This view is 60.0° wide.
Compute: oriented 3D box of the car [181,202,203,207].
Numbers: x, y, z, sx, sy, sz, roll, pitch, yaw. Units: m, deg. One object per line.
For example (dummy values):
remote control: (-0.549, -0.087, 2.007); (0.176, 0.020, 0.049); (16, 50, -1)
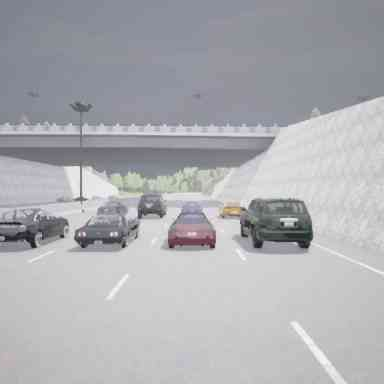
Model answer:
car: (0.000, 1.561, 29.650); (2.033, 1.411, 5.357); (0, 0, 0)

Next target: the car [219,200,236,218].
car: (3.500, 1.482, 29.650); (1.882, 1.535, 5.008); (0, 0, 0)

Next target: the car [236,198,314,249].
car: (3.500, 1.255, 14.680); (2.150, 2.045, 5.566); (0, 0, 0)

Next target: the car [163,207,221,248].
car: (0.000, 1.570, 14.650); (1.994, 1.385, 4.181); (0, 0, 0)

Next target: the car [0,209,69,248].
car: (-7.000, 1.492, 14.650); (2.128, 1.511, 4.902); (0, 0, 0)

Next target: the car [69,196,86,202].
car: (-24.506, 1.568, 72.704); (1.895, 1.301, 4.718); (0, 0, 0)

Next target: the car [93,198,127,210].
car: (-7.000, 1.561, 29.650); (2.033, 1.411, 5.357); (0, 0, 0)

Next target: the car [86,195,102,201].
car: (-21.006, 1.497, 72.738); (1.812, 1.442, 4.674); (0, 0, 0)

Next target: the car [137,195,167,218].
car: (-3.500, 1.255, 29.680); (2.150, 2.045, 5.566); (0, 0, 0)

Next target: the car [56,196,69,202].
car: (-28.006, 1.568, 72.700); (1.895, 1.301, 4.718); (0, 0, 0)

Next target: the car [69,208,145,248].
car: (-3.500, 1.613, 14.680); (1.895, 1.301, 4.718); (0, 0, 0)

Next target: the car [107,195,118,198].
car: (-17.506, 1.451, 72.742); (1.882, 1.535, 5.008); (0, 0, 0)
